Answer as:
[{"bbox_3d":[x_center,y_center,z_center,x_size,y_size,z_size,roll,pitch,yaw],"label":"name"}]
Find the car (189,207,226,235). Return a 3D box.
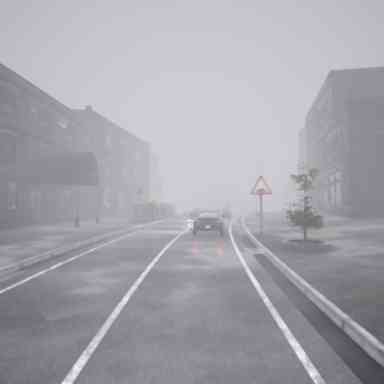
[{"bbox_3d":[1.100,1.872,21.150,1.812,1.442,4.674,0,-2,5],"label":"car"}]

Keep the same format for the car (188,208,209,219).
[{"bbox_3d":[0.884,2.633,41.375,1.895,1.301,4.718,-1,-2,11],"label":"car"}]

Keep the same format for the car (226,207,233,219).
[{"bbox_3d":[3.642,2.449,38.847,1.994,1.385,4.181,-1,-2,11],"label":"car"}]
